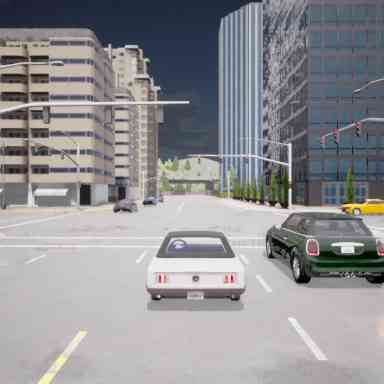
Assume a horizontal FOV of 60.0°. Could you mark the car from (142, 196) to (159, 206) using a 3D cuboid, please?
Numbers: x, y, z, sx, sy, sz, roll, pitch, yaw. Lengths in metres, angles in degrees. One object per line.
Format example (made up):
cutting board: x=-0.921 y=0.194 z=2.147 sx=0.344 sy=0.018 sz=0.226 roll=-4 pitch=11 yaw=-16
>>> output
car: x=-7.015 y=1.601 z=54.954 sx=1.895 sy=1.301 sz=4.718 roll=0 pitch=0 yaw=0

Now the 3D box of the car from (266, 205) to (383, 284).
car: x=3.594 y=1.352 z=9.777 sx=2.097 sy=1.767 sz=4.553 roll=0 pitch=0 yaw=0

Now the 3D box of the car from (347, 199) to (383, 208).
car: x=16.858 y=1.422 z=31.656 sx=5.008 sy=1.535 sz=1.882 roll=0 pitch=0 yaw=1

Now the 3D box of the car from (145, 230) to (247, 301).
car: x=0.086 y=1.601 z=8.287 sx=1.895 sy=1.301 sz=4.718 roll=0 pitch=0 yaw=0

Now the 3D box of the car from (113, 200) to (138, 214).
car: x=-7.057 y=1.521 z=35.697 sx=2.033 sy=1.411 sz=5.357 roll=0 pitch=-1 yaw=0

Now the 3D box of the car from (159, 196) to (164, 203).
car: x=-6.911 y=1.492 z=69.288 sx=2.128 sy=1.511 sz=4.902 roll=0 pitch=0 yaw=0
